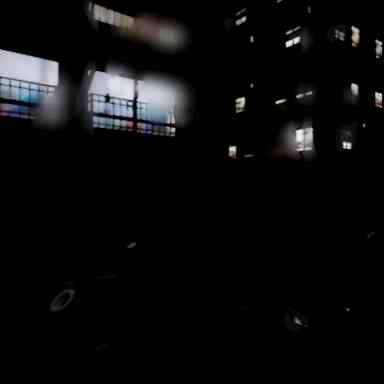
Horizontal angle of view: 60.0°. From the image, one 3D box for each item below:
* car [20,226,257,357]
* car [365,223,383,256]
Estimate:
[{"bbox_3d":[-0.794,1.467,5.990,4.097,1.590,1.967,1,0,-35],"label":"car"},{"bbox_3d":[8.233,1.578,12.413,4.097,1.590,1.967,1,0,-35],"label":"car"}]
